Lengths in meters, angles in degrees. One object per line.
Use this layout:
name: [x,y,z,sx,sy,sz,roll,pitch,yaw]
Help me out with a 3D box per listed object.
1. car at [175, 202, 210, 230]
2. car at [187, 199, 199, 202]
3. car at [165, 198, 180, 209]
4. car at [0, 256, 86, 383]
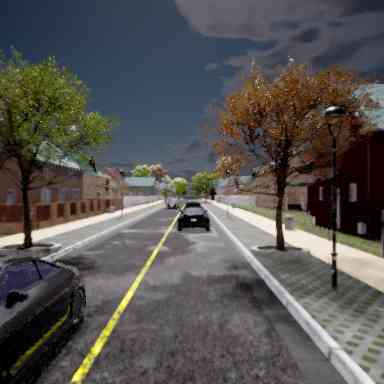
car: [0.107,1.597,21.299,1.994,1.385,4.181,0,0,0]
car: [0.113,1.590,39.306,1.837,1.490,4.892,0,0,0]
car: [-2.734,1.649,47.966,2.128,1.511,4.902,0,0,0]
car: [-2.848,1.568,4.173,1.994,1.385,4.181,0,0,0]
